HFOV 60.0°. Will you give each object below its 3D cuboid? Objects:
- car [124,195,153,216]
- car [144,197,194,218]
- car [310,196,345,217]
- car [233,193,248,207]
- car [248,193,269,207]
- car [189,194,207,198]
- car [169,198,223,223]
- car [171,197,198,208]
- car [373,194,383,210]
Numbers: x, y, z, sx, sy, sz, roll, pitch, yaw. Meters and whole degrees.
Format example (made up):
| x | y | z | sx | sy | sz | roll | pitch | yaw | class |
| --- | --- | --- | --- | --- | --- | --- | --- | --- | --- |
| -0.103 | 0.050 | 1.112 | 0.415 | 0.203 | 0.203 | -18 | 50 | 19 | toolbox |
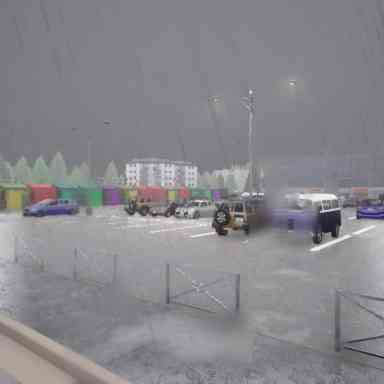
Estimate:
| x | y | z | sx | sy | sz | roll | pitch | yaw | class |
| --- | --- | --- | --- | --- | --- | --- | --- | --- | --- |
| -3.982 | 1.209 | 30.469 | 1.932 | 1.855 | 4.605 | 0 | 0 | 39 | car |
| -1.864 | 1.419 | 28.821 | 1.784 | 1.438 | 3.905 | 0 | 0 | 39 | car |
| 14.367 | 1.451 | 35.117 | 1.970 | 1.475 | 3.806 | 0 | 0 | 39 | car |
| 9.927 | 1.451 | 61.137 | 1.970 | 1.475 | 3.806 | 0 | 0 | 39 | car |
| 12.171 | 1.212 | 59.308 | 1.905 | 1.878 | 3.866 | 0 | 0 | 39 | car |
| 1.171 | 1.209 | 45.671 | 1.932 | 1.855 | 4.605 | 0 | 0 | 39 | car |
| 0.387 | 1.451 | 27.000 | 1.970 | 1.475 | 3.806 | 0 | 0 | 39 | car |
| -1.041 | 1.419 | 47.542 | 1.784 | 1.438 | 3.905 | 0 | 0 | 39 | car |
| 27.454 | 1.212 | 46.998 | 1.905 | 1.878 | 3.866 | 0 | 0 | 39 | car |
